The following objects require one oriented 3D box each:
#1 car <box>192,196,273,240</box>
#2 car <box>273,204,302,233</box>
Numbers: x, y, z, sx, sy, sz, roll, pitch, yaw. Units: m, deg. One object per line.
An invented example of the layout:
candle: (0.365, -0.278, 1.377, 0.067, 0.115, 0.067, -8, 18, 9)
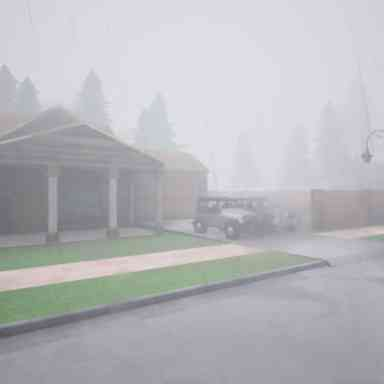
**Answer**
car: (1.646, 1.172, 16.007, 1.905, 1.878, 3.866, 0, 0, -36)
car: (3.466, 1.169, 17.785, 1.932, 1.855, 4.605, 0, 0, -36)
